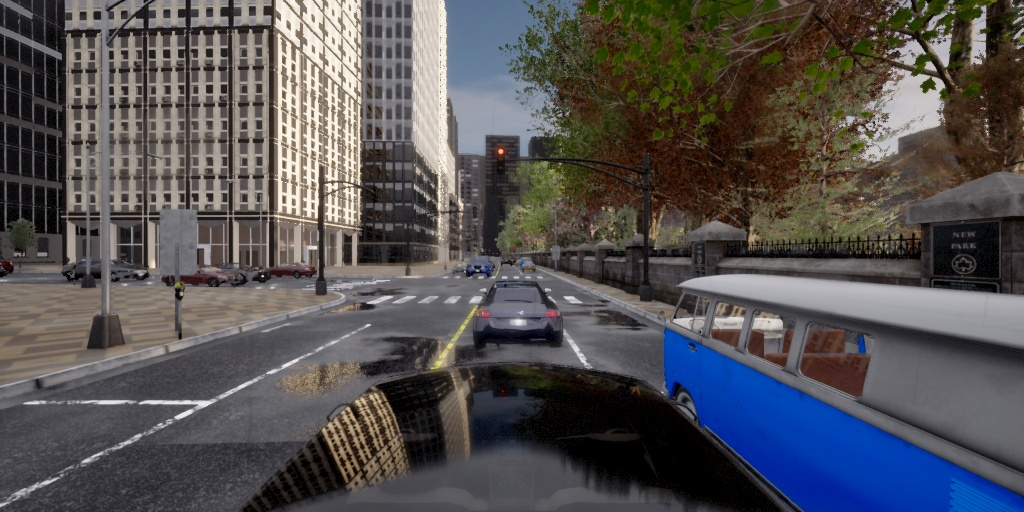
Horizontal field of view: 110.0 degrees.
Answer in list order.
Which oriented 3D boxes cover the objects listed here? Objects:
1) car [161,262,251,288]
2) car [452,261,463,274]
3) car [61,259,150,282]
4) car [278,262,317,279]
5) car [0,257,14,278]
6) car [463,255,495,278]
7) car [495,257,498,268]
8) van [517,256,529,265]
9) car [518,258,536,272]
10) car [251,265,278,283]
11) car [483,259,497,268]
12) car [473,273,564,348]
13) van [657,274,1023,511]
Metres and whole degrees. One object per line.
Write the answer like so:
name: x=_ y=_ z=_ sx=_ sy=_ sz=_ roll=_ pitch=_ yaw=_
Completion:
car: x=-18.151 y=1.149 z=21.026 sx=4.207 sy=1.307 sz=1.802 roll=0 pitch=0 yaw=4
car: x=-5.631 y=1.288 z=40.341 sx=2.007 sy=1.370 sz=4.403 roll=0 pitch=0 yaw=-1
car: x=-27.258 y=0.947 z=24.138 sx=4.902 sy=1.511 sz=2.128 roll=1 pitch=0 yaw=3
car: x=-18.085 y=1.127 z=29.139 sx=4.207 sy=1.307 sz=1.802 roll=0 pitch=0 yaw=4
car: x=-37.825 y=0.901 z=24.703 sx=4.181 sy=1.385 sz=1.994 roll=1 pitch=0 yaw=2
car: x=-3.068 y=0.960 z=34.199 sx=2.150 sy=2.045 sz=5.566 roll=0 pitch=0 yaw=-1
car: x=-3.305 y=1.226 z=47.246 sx=2.128 sy=1.511 sz=4.902 roll=0 pitch=0 yaw=-1
van: x=2.008 y=1.071 z=51.765 sx=1.690 sy=1.789 sz=3.998 roll=0 pitch=0 yaw=-1
car: x=2.131 y=1.260 z=46.392 sx=1.751 sy=1.417 sz=4.829 roll=0 pitch=0 yaw=-1
car: x=-18.277 y=1.123 z=23.574 sx=4.181 sy=1.385 sz=1.994 roll=1 pitch=0 yaw=4
car: x=-3.614 y=1.217 z=60.009 sx=2.128 sy=1.511 sz=4.902 roll=0 pitch=0 yaw=-1
car: x=0.101 y=1.313 z=9.254 sx=1.994 sy=1.385 sz=4.181 roll=0 pitch=0 yaw=-1
van: x=2.568 y=1.091 z=2.673 sx=1.690 sy=1.789 sz=3.998 roll=0 pitch=0 yaw=0
